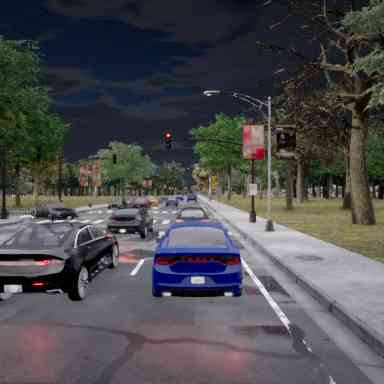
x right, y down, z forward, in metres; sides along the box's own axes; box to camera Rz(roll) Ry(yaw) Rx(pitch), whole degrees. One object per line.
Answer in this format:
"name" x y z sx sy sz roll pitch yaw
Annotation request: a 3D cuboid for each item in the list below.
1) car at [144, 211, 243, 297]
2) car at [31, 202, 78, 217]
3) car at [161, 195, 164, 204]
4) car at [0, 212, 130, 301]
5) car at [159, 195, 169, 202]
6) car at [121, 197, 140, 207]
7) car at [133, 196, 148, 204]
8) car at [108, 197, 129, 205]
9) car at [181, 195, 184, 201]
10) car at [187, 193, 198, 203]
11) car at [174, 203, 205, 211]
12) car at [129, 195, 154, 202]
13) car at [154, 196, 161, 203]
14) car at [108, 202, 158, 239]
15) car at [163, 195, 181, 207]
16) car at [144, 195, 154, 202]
"car" 0.110 1.478 8.615 1.882 1.535 5.008 0 0 0
"car" -11.140 1.552 26.844 5.357 1.411 2.033 0 0 44
"car" -6.495 1.525 63.545 2.128 1.511 4.902 0 0 0
"car" -3.147 1.492 8.300 2.128 1.511 4.902 0 0 0
"car" -6.429 1.482 76.061 1.837 1.490 4.892 0 0 0
"car" -9.792 1.513 53.162 2.128 1.511 4.902 0 0 0
"car" -9.745 1.581 63.455 2.033 1.411 5.357 0 0 0
"car" -9.806 1.579 44.242 1.994 1.385 4.181 0 0 1
"car" -3.171 1.542 85.192 1.882 1.535 5.008 0 0 0
"car" 0.068 1.271 73.553 2.150 2.045 5.566 0 0 0
"car" 0.035 1.528 17.814 1.812 1.442 4.674 0 0 1
"car" -6.557 1.492 43.530 1.882 1.535 5.008 0 0 0
"car" -6.545 1.499 53.111 1.882 1.535 5.008 0 0 0
"car" -3.136 1.508 17.472 1.837 1.490 4.892 0 0 0
"car" -3.087 1.547 52.601 1.812 1.442 4.674 0 0 0
"car" -9.680 1.496 75.231 1.837 1.490 4.892 0 0 0
